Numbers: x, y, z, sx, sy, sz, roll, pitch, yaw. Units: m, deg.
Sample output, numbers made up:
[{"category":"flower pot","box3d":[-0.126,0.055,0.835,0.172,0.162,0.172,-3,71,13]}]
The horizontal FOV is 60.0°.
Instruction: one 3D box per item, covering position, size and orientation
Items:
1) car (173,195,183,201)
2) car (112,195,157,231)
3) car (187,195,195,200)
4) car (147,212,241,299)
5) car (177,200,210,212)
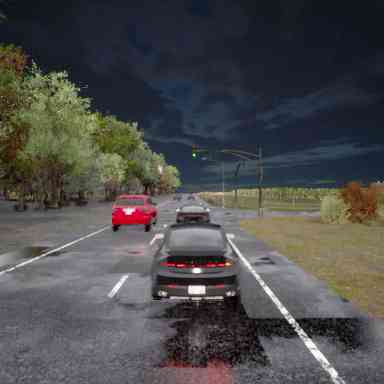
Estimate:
[{"category":"car","box3d":[-3.688,1.501,84.023,1.837,1.490,4.892,0,0,0]},{"category":"car","box3d":[-3.443,1.226,20.665,2.150,2.045,5.566,0,0,-1]},{"category":"car","box3d":[-0.199,1.500,88.727,1.837,1.490,4.892,0,0,0]},{"category":"car","box3d":[0.079,1.508,8.432,1.837,1.490,4.892,0,0,0]},{"category":"car","box3d":[0.072,1.483,20.345,1.882,1.535,5.008,0,0,0]}]
